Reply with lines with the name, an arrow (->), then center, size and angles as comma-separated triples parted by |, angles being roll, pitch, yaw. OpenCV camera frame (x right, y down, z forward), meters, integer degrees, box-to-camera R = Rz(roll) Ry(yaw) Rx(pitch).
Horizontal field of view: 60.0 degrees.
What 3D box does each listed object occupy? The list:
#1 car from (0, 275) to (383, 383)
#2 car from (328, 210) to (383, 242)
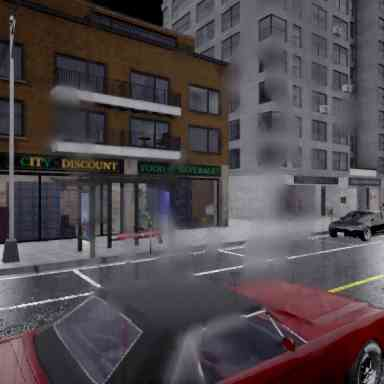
car -> 0.138, 1.601, 3.416 | 4.718, 1.301, 1.895 | 0, 0, -35
car -> 8.602, 1.566, 16.530 | 4.313, 1.339, 1.947 | 0, 0, -36
